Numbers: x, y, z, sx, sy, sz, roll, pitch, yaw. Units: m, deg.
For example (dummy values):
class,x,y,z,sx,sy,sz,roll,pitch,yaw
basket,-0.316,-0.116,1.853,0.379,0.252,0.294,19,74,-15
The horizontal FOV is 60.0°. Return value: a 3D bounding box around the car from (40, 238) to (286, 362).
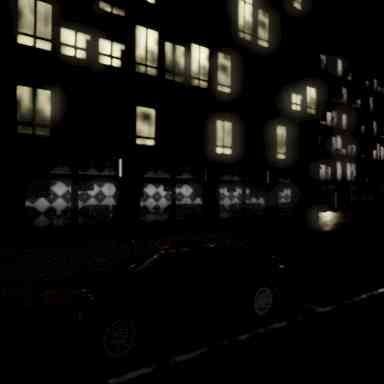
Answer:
class,x,y,z,sx,sy,sz,roll,pitch,yaw
car,-0.244,1.570,5.923,4.507,1.381,1.887,1,0,-35
